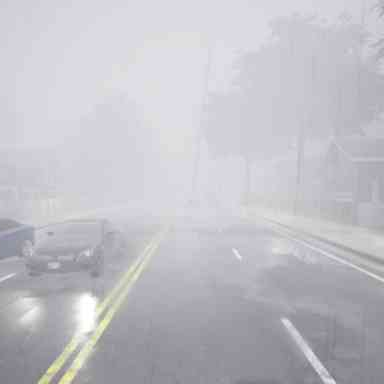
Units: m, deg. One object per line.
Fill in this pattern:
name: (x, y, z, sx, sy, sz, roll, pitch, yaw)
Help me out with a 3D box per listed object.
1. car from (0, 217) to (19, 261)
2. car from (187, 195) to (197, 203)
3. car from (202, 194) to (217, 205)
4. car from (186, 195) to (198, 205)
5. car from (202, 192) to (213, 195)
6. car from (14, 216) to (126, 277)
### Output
car: (-6.550, 1.475, 9.883, 1.882, 1.535, 5.008, 0, 0, 0)
car: (-0.002, 1.385, 66.606, 1.812, 1.442, 4.674, 0, 0, 0)
car: (3.248, 1.504, 56.601, 1.895, 1.301, 4.718, 0, 0, 0)
car: (-0.002, 1.504, 56.601, 1.895, 1.301, 4.718, 0, 0, 0)
car: (3.248, 1.047, 66.636, 2.150, 2.045, 5.566, 0, 0, 0)
car: (-3.297, 1.523, 10.336, 1.812, 1.442, 4.674, 0, 0, 1)
